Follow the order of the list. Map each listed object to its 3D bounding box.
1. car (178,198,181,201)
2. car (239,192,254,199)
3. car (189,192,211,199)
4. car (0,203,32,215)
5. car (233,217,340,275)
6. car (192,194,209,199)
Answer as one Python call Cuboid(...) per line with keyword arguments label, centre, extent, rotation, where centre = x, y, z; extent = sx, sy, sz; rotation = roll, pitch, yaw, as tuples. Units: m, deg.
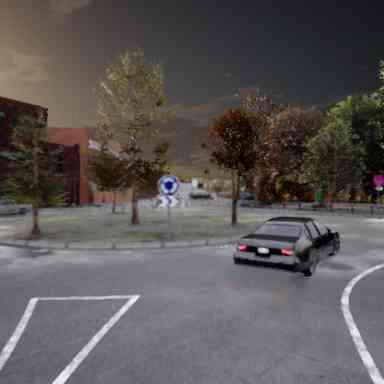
Cuboid(label="car", centre=(-3.483, 1.345, 73.842), extent=(1.882, 1.535, 5.008), rotation=(0, 0, -1))
Cuboid(label="car", centre=(15.058, 1.215, 88.522), extent=(4.553, 1.767, 2.185), rotation=(0, 1, -2))
Cuboid(label="car", centre=(2.431, 1.059, 90.820), extent=(5.566, 2.045, 2.435), rotation=(0, 0, -2))
Cuboid(label="car", centre=(-15.631, 1.313, 27.174), extent=(1.895, 1.301, 4.718), rotation=(0, 0, 22))
Cuboid(label="car", centre=(3.179, 1.478, 10.352), extent=(2.033, 1.411, 5.357), rotation=(0, 1, 34))
Cuboid(label="car", centre=(2.356, 1.353, 93.644), extent=(4.674, 1.452, 2.002), rotation=(0, 0, -2))
